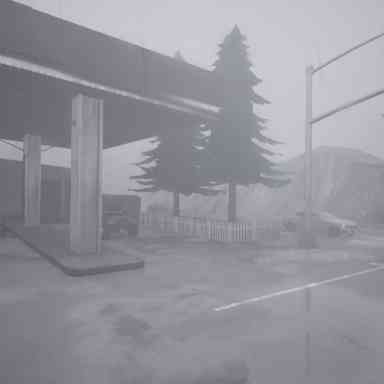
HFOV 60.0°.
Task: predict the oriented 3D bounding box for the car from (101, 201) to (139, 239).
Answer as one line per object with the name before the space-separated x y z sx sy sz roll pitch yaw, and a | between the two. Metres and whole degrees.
car | -4.534 1.446 18.268 1.905 1.878 3.866 1 0 -36

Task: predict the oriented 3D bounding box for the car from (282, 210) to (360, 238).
car | 7.613 1.821 20.067 1.812 1.442 4.674 1 0 -36

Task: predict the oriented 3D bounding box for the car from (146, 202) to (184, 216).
car | -2.867 1.720 34.850 2.033 1.411 5.357 1 0 -35

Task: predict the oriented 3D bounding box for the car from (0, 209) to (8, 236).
car | -11.665 1.520 18.470 2.242 1.667 4.611 1 0 -36
